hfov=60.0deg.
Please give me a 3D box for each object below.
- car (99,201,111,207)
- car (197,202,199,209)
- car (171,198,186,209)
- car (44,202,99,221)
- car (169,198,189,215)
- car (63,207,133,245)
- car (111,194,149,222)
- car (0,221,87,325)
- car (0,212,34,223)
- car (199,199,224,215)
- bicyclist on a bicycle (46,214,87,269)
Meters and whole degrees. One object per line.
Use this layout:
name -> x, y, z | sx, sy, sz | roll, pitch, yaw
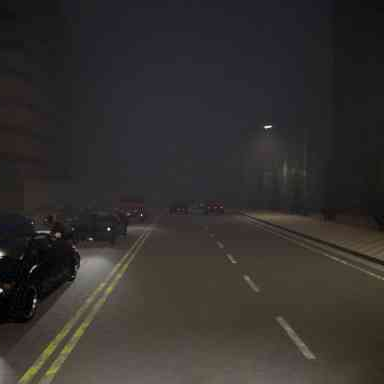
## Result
car -> -8.376, 1.564, 32.022 | 1.994, 1.385, 4.181 | 0, 0, -2
car -> 1.688, 1.601, 43.842 | 1.895, 1.301, 4.718 | 0, 0, -2
car -> -1.902, 1.547, 46.490 | 2.033, 1.411, 5.357 | 0, 0, -2
car -> -7.991, 1.547, 22.112 | 2.033, 1.411, 5.357 | 0, 0, -3
car -> -1.368, 1.491, 34.598 | 2.128, 1.511, 4.902 | 0, 0, -2
car -> -4.218, 1.601, 15.729 | 1.895, 1.301, 4.718 | 0, 0, -2
car -> -4.659, 1.221, 26.411 | 2.150, 2.045, 5.566 | 0, 0, -3
car -> -3.847, 1.564, 6.977 | 1.994, 1.385, 4.181 | 0, 0, -2
car -> -7.572, 1.478, 12.207 | 1.882, 1.535, 5.008 | 0, 0, -3
car -> 2.147, 1.547, 34.208 | 2.033, 1.411, 5.357 | 0, 0, -2
bicyclist on a bicycle -> -3.855, 1.455, 9.502 | 1.656, 1.620, 0.582 | -2, 0, -2
